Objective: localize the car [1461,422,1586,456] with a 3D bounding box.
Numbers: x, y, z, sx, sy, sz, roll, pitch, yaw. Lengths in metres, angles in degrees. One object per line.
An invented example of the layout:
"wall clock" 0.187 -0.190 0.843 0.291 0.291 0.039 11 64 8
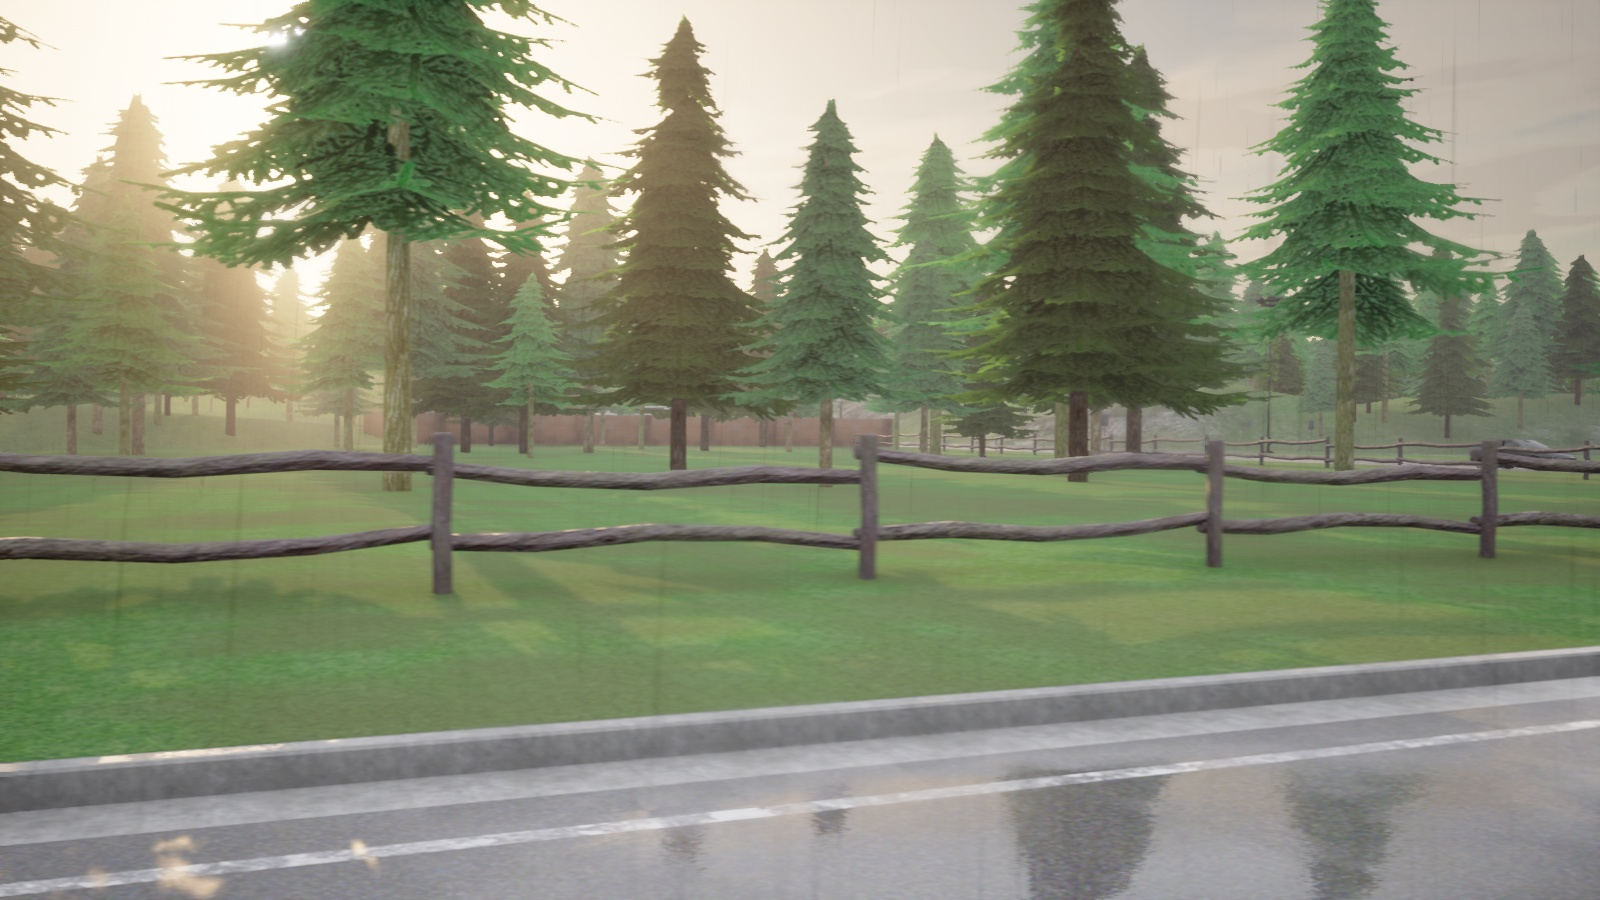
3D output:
"car" 33.947 -0.526 59.091 2.163 1.488 4.792 -1 1 -21
